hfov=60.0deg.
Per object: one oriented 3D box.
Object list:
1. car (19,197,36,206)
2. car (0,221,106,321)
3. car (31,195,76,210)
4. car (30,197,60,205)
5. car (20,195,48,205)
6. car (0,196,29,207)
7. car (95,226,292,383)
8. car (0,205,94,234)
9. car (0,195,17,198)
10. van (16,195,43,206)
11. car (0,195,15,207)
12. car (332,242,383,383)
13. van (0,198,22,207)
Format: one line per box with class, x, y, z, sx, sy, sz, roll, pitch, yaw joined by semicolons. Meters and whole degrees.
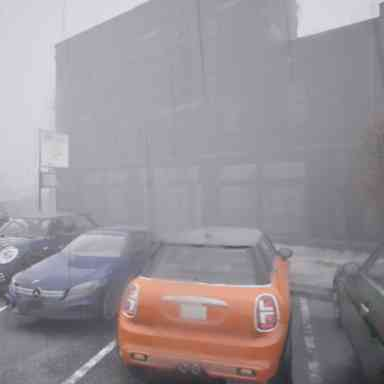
car;-22.832;1.723;42.018;4.792;1.488;2.163;1;1;14
car;-1.838;1.550;7.482;2.002;1.452;4.674;0;-1;16
car;-19.515;1.446;46.929;5.566;2.045;2.435;1;1;14
car;-28.318;1.787;64.136;4.892;1.521;2.231;-1;-1;14
car;-21.175;1.444;44.478;5.566;2.045;2.435;0;1;14
car;-31.731;1.658;59.140;4.553;1.767;2.185;-1;-1;14
car;0.588;1.371;5.703;2.185;1.767;4.553;0;-1;16
car;-4.264;1.398;9.262;2.185;1.767;4.553;0;-1;16
car;-24.434;1.441;39.579;5.566;2.045;2.435;0;0;14
van;-30.123;1.561;61.654;4.442;1.987;1.878;-1;0;14
car;-33.368;1.530;56.628;5.566;2.045;2.435;-1;-1;14
car;3.026;1.358;3.952;2.185;1.767;4.553;0;-1;16
van;-9.138;1.327;12.845;1.878;1.987;4.442;0;-1;16
